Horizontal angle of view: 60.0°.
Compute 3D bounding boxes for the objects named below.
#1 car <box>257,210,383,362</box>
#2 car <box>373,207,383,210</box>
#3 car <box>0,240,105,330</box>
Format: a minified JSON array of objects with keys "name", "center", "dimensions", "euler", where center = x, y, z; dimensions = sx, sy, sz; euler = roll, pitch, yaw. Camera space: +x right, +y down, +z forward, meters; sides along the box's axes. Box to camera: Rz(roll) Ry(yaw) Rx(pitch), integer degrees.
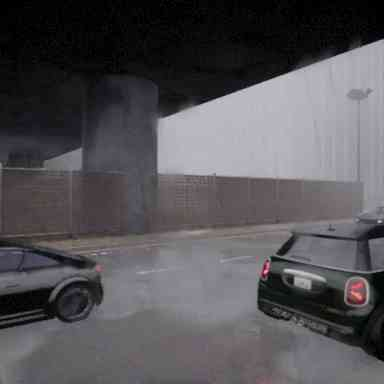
[{"name":"car","center":[3.384,1.382,6.181],"dimensions":[4.553,1.767,2.097],"euler":[0,0,-35]},{"name":"car","center":[12.741,1.655,21.603],"dimensions":[5.357,1.411,2.033],"euler":[0,0,-35]},{"name":"car","center":[-3.677,1.565,5.667],"dimensions":[4.181,1.385,1.994],"euler":[0,0,-35]}]
